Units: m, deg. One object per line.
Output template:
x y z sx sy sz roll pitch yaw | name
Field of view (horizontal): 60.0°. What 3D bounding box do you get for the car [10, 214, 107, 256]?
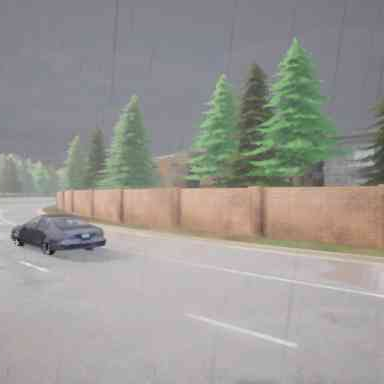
-5.561 1.602 13.496 5.357 1.411 2.033 0 0 44 | car
